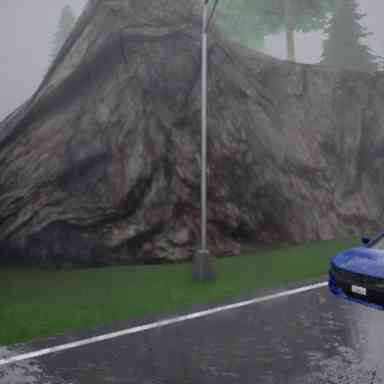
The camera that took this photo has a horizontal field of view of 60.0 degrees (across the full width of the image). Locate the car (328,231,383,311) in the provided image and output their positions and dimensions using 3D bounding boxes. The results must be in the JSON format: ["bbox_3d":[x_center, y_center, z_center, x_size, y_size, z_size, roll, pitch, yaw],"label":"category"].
[{"bbox_3d":[5.034,1.447,7.178,5.008,1.535,1.882,0,0,-33],"label":"car"}]
